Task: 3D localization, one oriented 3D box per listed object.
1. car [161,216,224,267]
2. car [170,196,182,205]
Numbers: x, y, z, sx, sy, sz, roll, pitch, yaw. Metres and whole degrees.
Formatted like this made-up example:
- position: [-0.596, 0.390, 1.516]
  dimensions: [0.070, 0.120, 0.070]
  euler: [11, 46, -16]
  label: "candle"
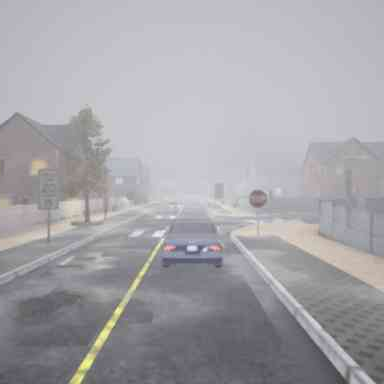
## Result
- position: [0.027, 1.537, 11.326]
  dimensions: [2.033, 1.411, 5.357]
  euler: [0, 0, 1]
  label: "car"
- position: [-2.808, 1.468, 57.351]
  dimensions: [1.812, 1.442, 4.674]
  euler: [0, 0, 0]
  label: "car"
